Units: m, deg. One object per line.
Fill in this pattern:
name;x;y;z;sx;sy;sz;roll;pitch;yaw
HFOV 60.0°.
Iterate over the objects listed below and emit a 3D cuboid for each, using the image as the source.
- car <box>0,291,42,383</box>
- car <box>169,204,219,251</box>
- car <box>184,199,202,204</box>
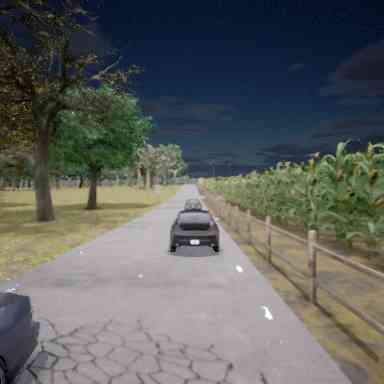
car;-2.748;1.546;1.718;2.033;1.411;5.357;0;0;0
car;0.102;1.482;13.969;1.837;1.490;4.892;0;0;0
car;0.112;1.441;35.215;2.033;1.411;5.357;0;1;0
